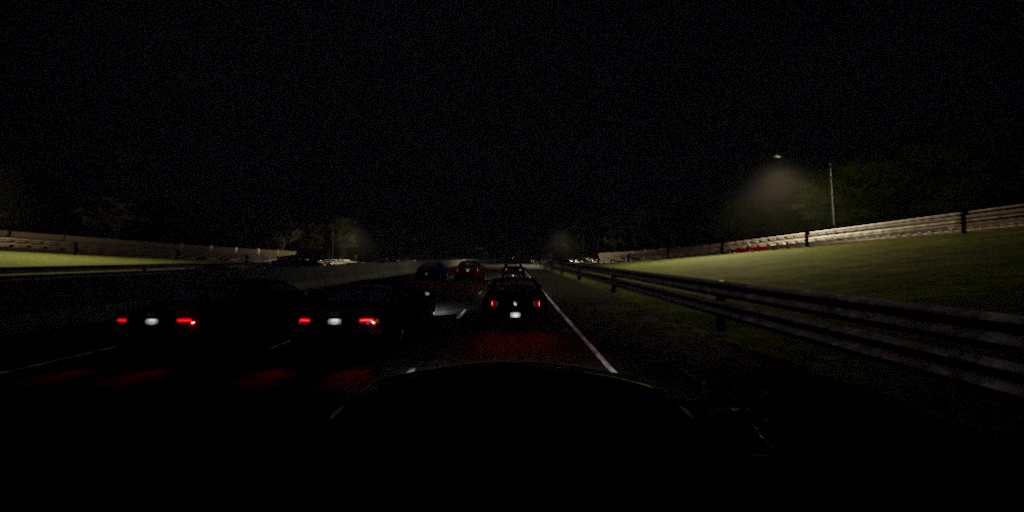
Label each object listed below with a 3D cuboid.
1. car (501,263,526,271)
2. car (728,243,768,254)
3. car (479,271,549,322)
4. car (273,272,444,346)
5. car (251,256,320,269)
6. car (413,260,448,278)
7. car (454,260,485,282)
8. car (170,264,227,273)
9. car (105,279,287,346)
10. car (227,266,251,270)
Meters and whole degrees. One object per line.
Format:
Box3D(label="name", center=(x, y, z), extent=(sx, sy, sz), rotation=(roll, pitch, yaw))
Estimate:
Box3D(label="car", center=(0.101, 1.288, 29.776), extent=(2.128, 1.511, 4.902), rotation=(0, 0, 0))
Box3D(label="car", center=(30.015, -0.816, 45.803), extent=(1.882, 1.535, 5.008), rotation=(0, -4, -11))
Box3D(label="car", center=(0.101, 1.367, 12.280), extent=(1.895, 1.301, 4.718), rotation=(0, 0, 0))
Box3D(label="car", center=(-3.399, 1.309, 9.382), extent=(2.033, 1.411, 5.357), rotation=(0, 0, 0))
Box3D(label="car", center=(-17.597, 1.015, 28.679), extent=(2.150, 2.045, 5.566), rotation=(0, 0, 0))
Box3D(label="car", center=(-6.899, 1.278, 31.421), extent=(1.882, 1.535, 5.008), rotation=(0, 0, 0))
Box3D(label="car", center=(-3.399, 1.148, 29.560), extent=(2.097, 1.767, 4.553), rotation=(0, 0, 0))
Box3D(label="car", center=(-24.598, 1.341, 28.734), extent=(2.033, 1.411, 5.357), rotation=(0, 0, 0))
Box3D(label="car", center=(-6.899, 1.309, 9.375), extent=(2.033, 1.411, 5.357), rotation=(0, 0, 0))
Box3D(label="car", center=(-21.094, 1.275, 30.493), extent=(1.882, 1.535, 5.008), rotation=(0, 0, 0))
